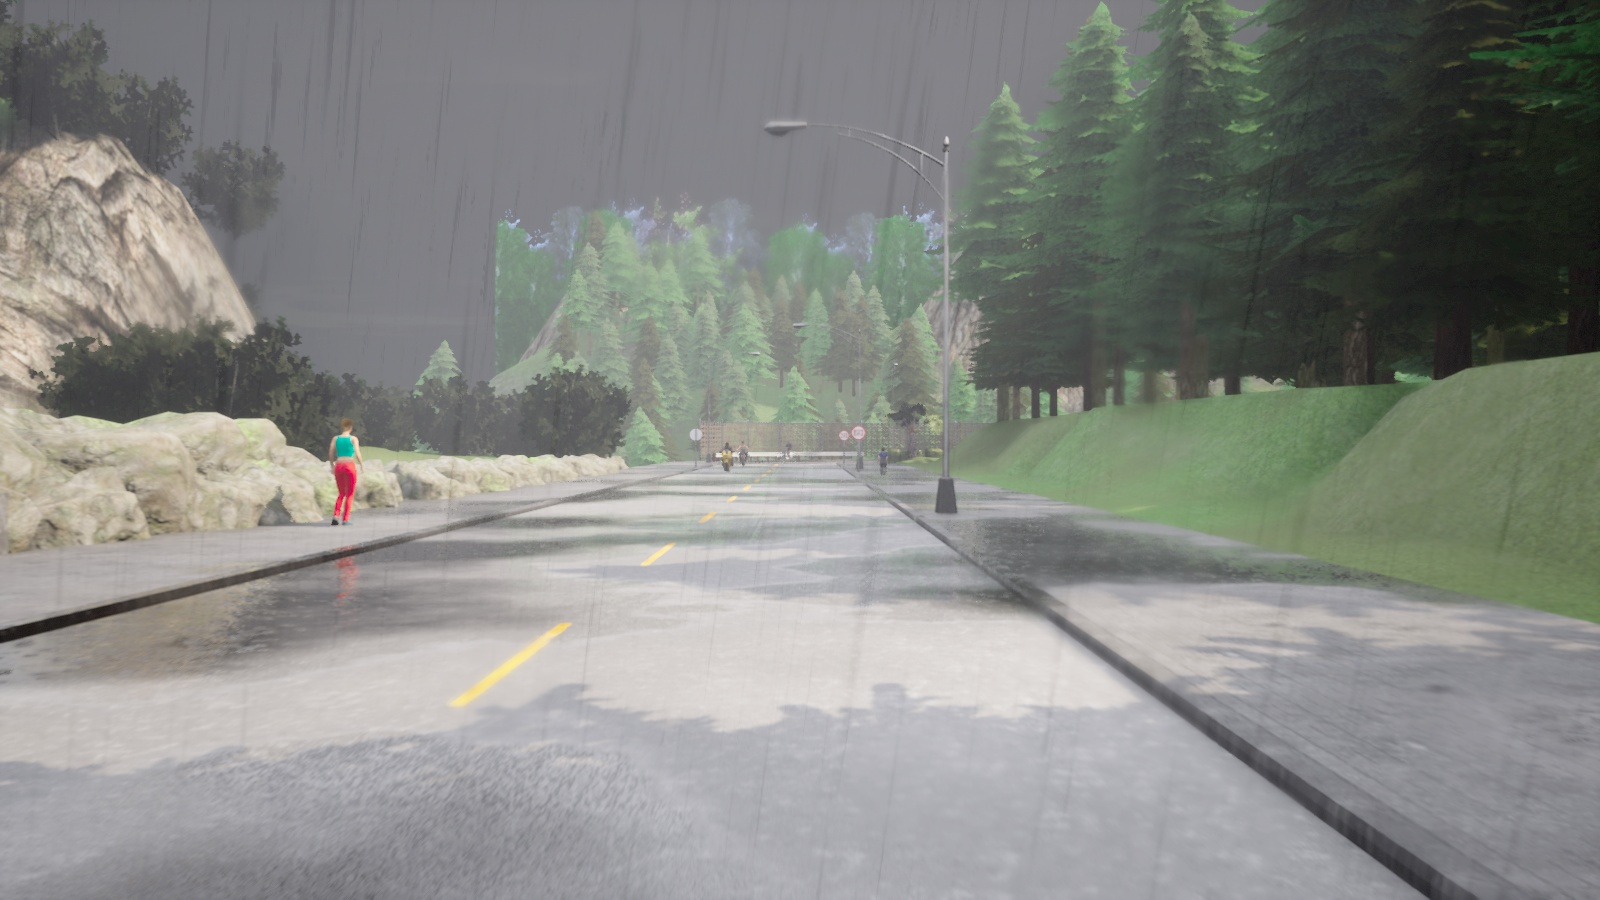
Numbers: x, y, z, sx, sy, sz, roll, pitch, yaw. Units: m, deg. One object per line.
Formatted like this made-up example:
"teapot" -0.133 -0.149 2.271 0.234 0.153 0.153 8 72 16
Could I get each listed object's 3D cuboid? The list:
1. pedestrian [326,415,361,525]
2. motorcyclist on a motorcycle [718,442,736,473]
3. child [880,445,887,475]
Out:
"pedestrian" -7.677 0.331 21.137 0.345 1.836 0.594 0 0 3
"motorcyclist on a motorcycle" -3.661 0.369 63.041 0.797 1.523 2.044 0 1 0
"child" 3.582 0.434 54.044 0.270 1.263 0.437 0 0 3
